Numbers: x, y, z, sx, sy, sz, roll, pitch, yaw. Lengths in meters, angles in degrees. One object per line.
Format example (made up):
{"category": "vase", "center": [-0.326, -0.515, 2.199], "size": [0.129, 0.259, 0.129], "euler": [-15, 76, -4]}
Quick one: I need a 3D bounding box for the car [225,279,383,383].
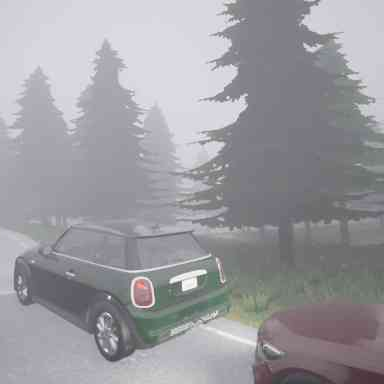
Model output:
{"category": "car", "center": [2.768, 1.532, 2.584], "size": [4.674, 1.442, 1.812], "euler": [1, 0, 36]}

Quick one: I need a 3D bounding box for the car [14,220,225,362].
{"category": "car", "center": [-1.566, 1.309, 6.198], "size": [4.553, 1.767, 2.097], "euler": [1, 1, 44]}
